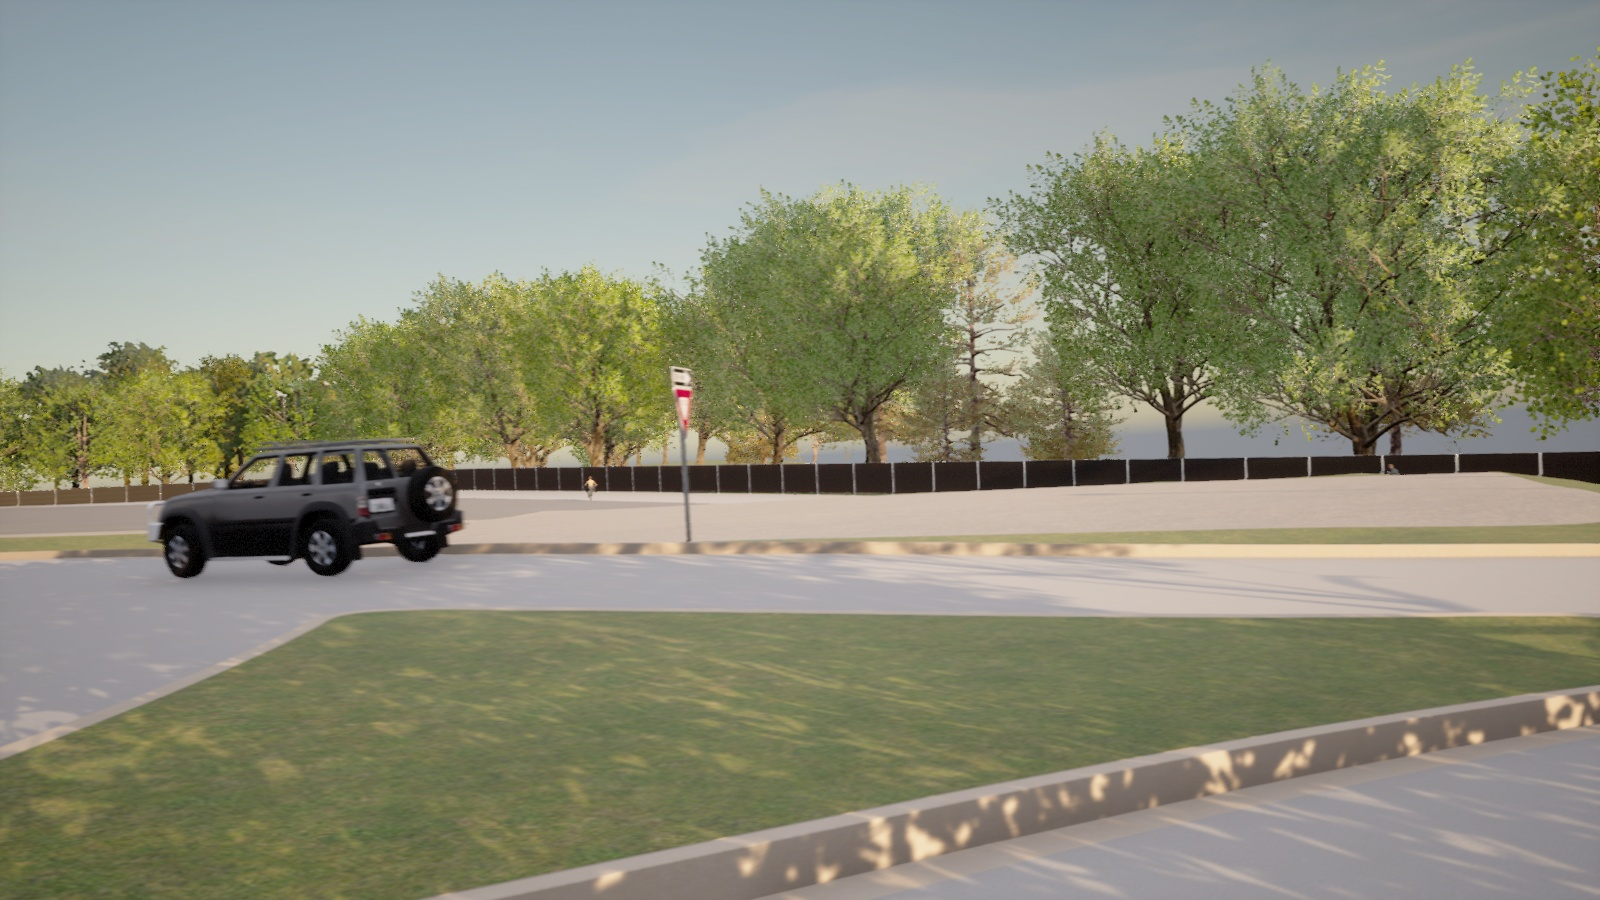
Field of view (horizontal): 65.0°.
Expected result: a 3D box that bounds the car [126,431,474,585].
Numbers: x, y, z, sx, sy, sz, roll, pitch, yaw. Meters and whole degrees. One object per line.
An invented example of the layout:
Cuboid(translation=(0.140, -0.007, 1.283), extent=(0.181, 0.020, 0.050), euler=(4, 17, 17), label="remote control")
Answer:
Cuboid(translation=(-7.139, 0.837, 17.859), extent=(4.605, 1.855, 1.932), euler=(-4, 0, 27), label="car")
